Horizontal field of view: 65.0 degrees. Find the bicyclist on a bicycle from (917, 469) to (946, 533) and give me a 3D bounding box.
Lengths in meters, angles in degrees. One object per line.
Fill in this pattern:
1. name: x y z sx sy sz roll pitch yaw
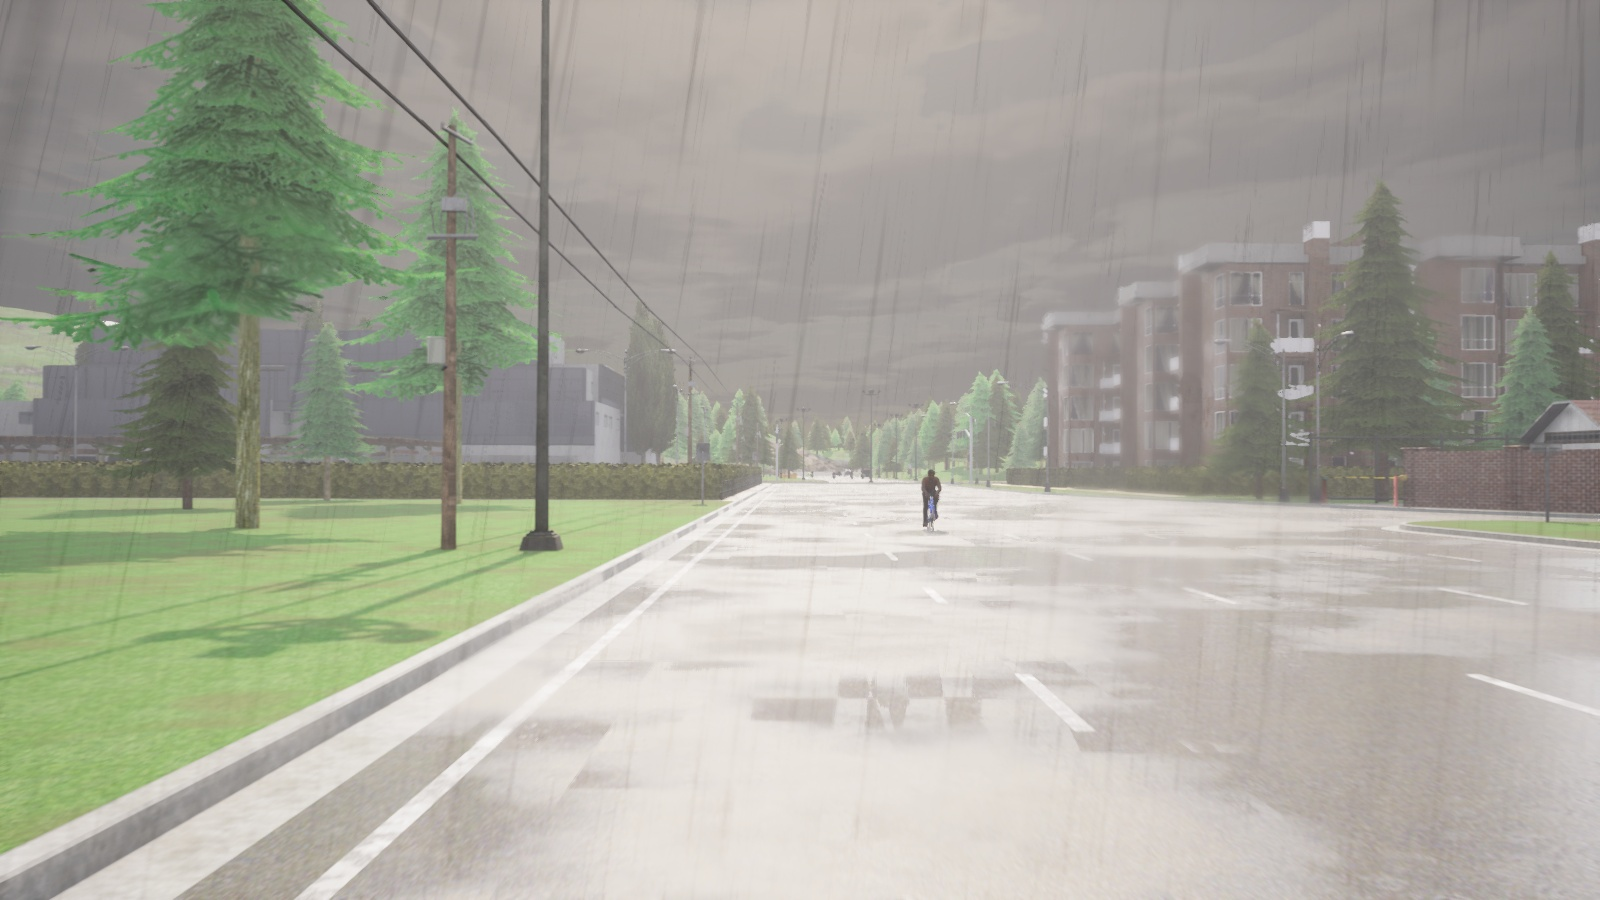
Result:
1. bicyclist on a bicycle: 3.421 1.302 32.731 0.582 1.620 1.656 0 -1 0
